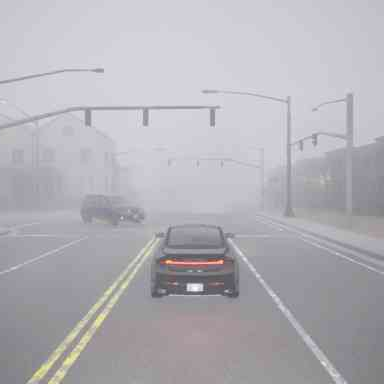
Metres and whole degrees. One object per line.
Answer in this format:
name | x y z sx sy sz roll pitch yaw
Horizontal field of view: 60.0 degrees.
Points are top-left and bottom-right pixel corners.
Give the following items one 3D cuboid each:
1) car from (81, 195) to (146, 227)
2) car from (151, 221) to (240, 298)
car | -5.640 1.221 23.353 5.566 2.045 2.150 0 -1 42
car | 0.077 1.505 8.528 1.837 1.490 4.892 0 0 1
